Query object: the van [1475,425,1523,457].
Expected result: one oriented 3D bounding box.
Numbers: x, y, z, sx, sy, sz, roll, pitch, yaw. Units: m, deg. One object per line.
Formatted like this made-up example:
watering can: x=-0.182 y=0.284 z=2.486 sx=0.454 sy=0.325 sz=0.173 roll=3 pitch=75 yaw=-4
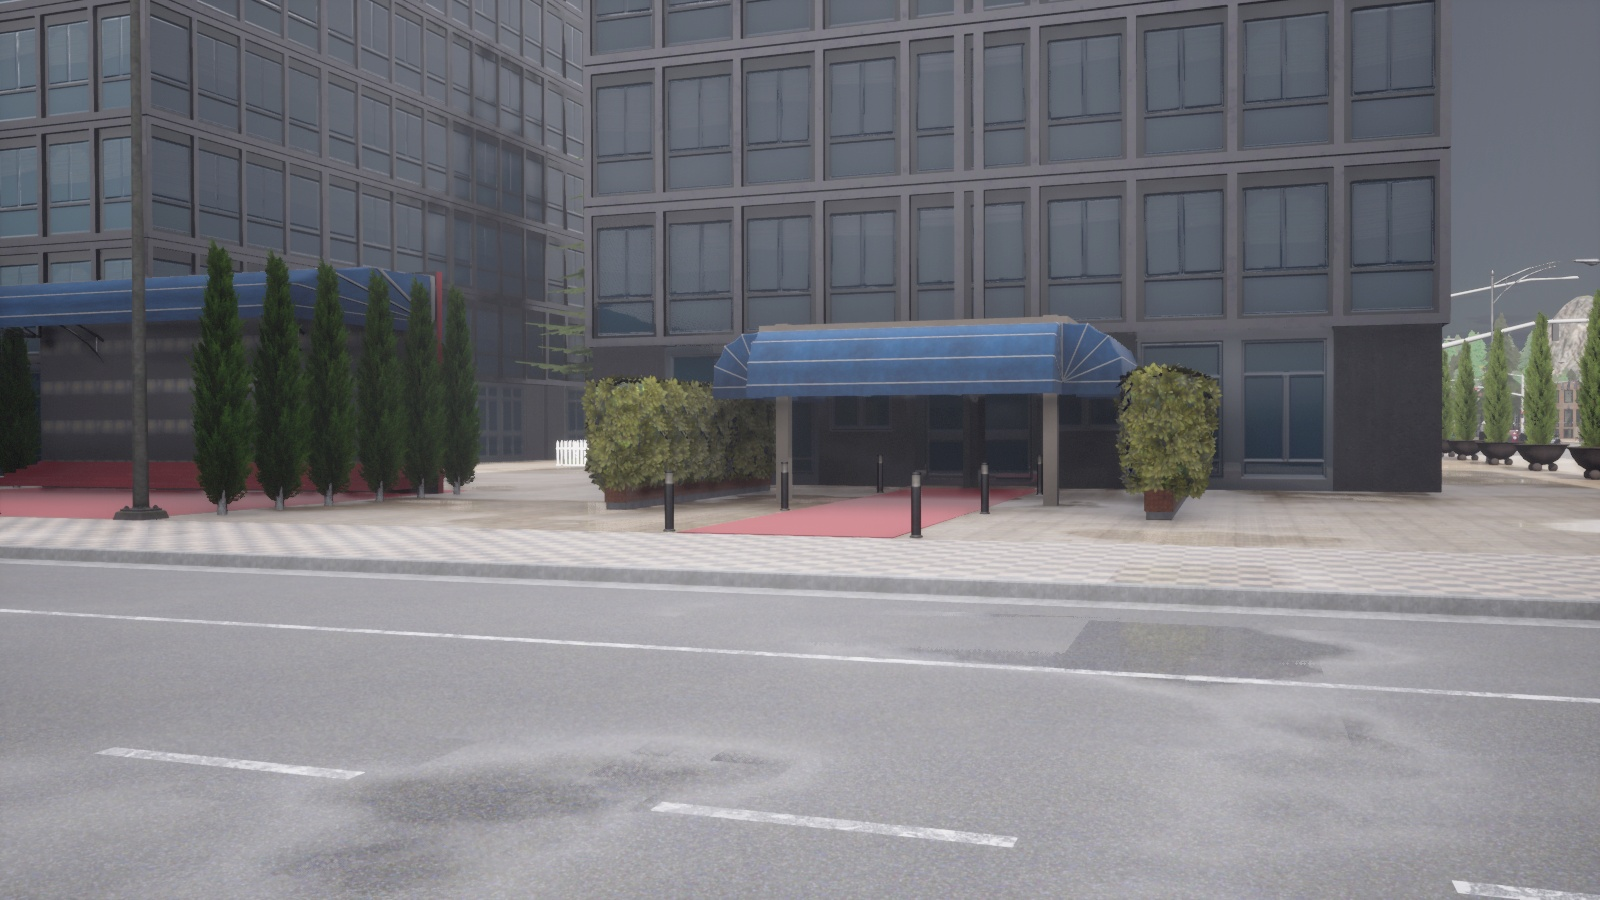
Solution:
van: x=47.010 y=-0.628 z=84.558 sx=2.069 sy=2.038 sz=4.480 roll=1 pitch=1 yaw=19
